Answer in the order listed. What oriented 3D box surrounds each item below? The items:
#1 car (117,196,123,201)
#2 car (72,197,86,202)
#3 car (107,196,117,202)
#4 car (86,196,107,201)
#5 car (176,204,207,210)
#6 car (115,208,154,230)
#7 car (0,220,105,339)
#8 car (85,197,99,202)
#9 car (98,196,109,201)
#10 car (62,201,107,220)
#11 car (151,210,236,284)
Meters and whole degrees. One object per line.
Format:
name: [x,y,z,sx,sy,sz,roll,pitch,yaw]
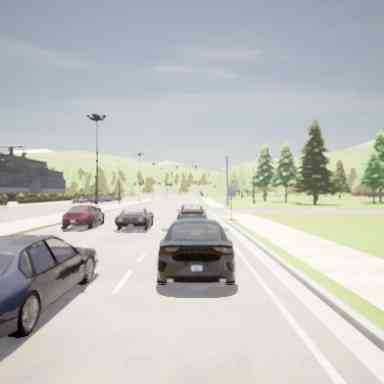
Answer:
car: [-19.785,1.712,88.518,1.994,1.385,4.181,0,0,0]
car: [-23.285,1.720,68.925,1.895,1.301,4.718,0,0,0]
car: [-19.785,1.620,78.450,1.882,1.535,5.008,0,0,0]
car: [-19.785,1.625,68.993,1.837,1.490,4.892,0,0,0]
car: [-0.027,1.531,21.559,2.128,1.511,4.902,0,0,-1]
car: [-3.541,1.639,21.310,1.895,1.301,4.718,0,0,-1]
car: [-3.419,1.559,6.545,2.033,1.411,5.357,0,0,0]
car: [-23.285,1.736,77.818,1.895,1.301,4.718,0,0,0]
car: [-23.285,1.711,87.721,1.994,1.385,4.181,0,0,0]
car: [-7.055,1.566,21.888,1.812,1.442,4.674,0,0,-1]
car: [0.097,1.495,9.649,1.882,1.535,5.008,0,0,0]
